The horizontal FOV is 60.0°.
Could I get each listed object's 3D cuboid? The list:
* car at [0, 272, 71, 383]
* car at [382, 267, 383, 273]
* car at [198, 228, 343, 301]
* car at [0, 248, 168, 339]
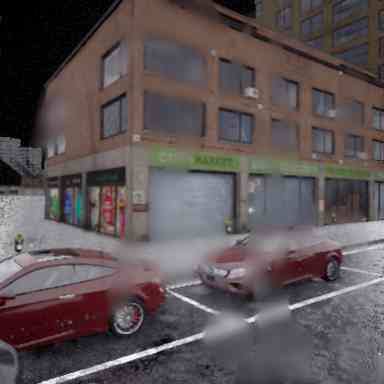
[{"bbox_3d":[-3.092,1.523,1.171,4.674,1.442,1.812,0,0,-36],"label":"car"},{"bbox_3d":[6.610,1.609,8.087,4.718,1.301,1.895,0,0,-35],"label":"car"},{"bbox_3d":[2.103,1.585,8.260,4.206,1.307,1.802,0,1,-36],"label":"car"},{"bbox_3d":[-2.368,1.581,5.070,4.206,1.307,1.802,0,1,-36],"label":"car"}]
